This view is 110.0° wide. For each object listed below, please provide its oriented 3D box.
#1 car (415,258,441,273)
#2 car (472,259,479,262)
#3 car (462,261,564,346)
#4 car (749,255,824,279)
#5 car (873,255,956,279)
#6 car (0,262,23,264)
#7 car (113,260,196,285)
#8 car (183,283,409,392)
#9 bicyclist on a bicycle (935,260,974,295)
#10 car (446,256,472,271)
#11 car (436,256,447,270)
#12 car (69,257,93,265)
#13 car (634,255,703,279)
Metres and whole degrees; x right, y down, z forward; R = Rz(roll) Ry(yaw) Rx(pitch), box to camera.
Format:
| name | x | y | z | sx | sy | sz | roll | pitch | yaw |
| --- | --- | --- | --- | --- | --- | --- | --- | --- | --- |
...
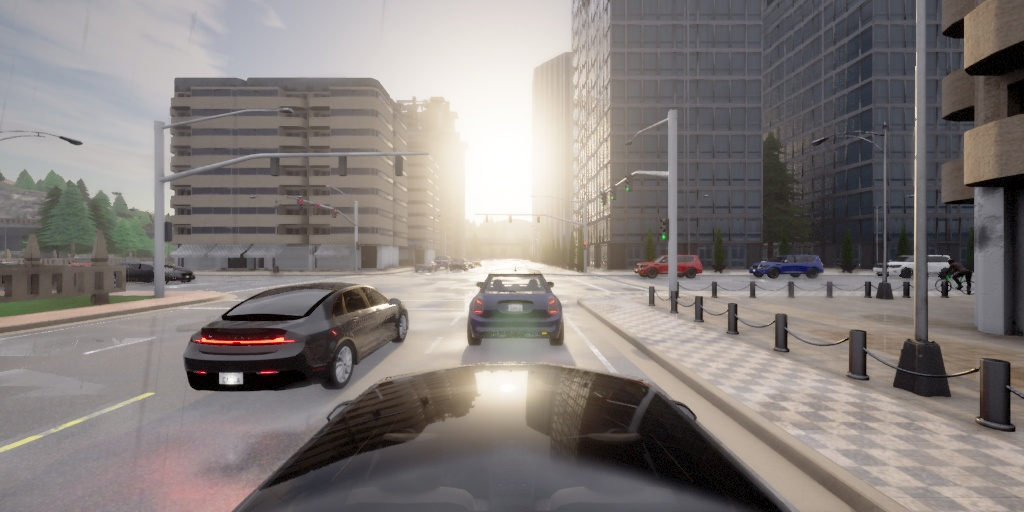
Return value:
| name | x | y | z | sx | sy | sz | roll | pitch | yaw |
| --- | --- | --- | --- | --- | --- | --- | --- | --- | --- |
| car | -10.590 | 1.276 | 44.602 | 1.812 | 1.442 | 4.674 | 0 | 0 | 1 |
| car | -7.021 | 1.297 | 57.656 | 2.033 | 1.411 | 5.357 | 0 | 0 | 0 |
| car | 0.090 | 1.102 | 9.591 | 2.097 | 1.767 | 4.553 | 0 | 0 | 0 |
| car | 24.026 | 0.916 | 31.455 | 5.566 | 2.045 | 2.150 | 0 | 0 | 1 |
| car | 35.134 | 0.918 | 31.379 | 5.566 | 2.045 | 2.150 | 0 | 0 | 1 |
| car | -36.151 | 1.200 | 26.173 | 4.892 | 1.490 | 1.837 | 0 | 0 | 15 |
| car | -24.740 | 1.201 | 24.796 | 4.892 | 1.490 | 1.837 | -1 | 0 | 3 |
| car | -3.427 | 1.255 | 6.819 | 1.837 | 1.490 | 4.892 | 0 | 0 | 0 |
| bicyclist on a bicycle | 21.018 | 0.996 | 16.992 | 0.582 | 1.620 | 1.656 | 0 | 0 | 0 |
| car | -7.045 | 1.102 | 48.185 | 2.097 | 1.767 | 4.553 | 0 | 0 | 0 |
| car | -10.535 | 0.972 | 54.308 | 2.150 | 2.045 | 5.566 | 0 | 0 | 0 |
| car | -48.831 | 1.046 | 40.900 | 4.553 | 1.767 | 2.097 | 0 | 0 | 41 |
| car | 13.706 | 0.917 | 31.524 | 5.566 | 2.045 | 2.150 | 0 | 0 | 0 |
